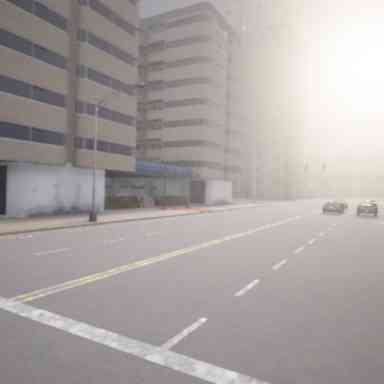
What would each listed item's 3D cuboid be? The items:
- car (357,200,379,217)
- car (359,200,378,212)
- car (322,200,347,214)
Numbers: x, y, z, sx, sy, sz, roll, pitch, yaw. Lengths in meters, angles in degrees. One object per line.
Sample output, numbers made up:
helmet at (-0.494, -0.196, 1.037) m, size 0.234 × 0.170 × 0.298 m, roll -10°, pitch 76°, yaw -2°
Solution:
car at (18.600, 1.717, 35.224) m, size 2.128 × 1.511 × 4.902 m, roll 2°, pitch 1°, yaw 29°
car at (23.613, 1.827, 44.340) m, size 2.033 × 1.411 × 5.357 m, roll 2°, pitch 1°, yaw 29°
car at (16.060, 1.687, 37.765) m, size 1.994 × 1.385 × 4.181 m, roll 2°, pitch 1°, yaw 29°
